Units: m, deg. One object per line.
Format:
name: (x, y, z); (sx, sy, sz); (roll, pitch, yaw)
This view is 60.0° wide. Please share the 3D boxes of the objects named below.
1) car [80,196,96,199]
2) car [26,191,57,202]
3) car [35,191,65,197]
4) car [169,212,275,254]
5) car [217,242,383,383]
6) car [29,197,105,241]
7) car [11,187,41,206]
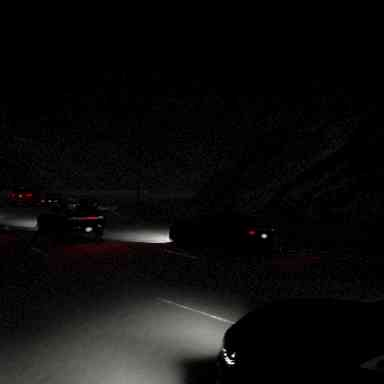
car: (-9.318, 1.027, 29.827); (2.033, 1.411, 5.357); (1, 1, -17)
car: (-21.437, 0.604, 47.692); (1.994, 1.385, 4.181); (1, 1, 11)
car: (-13.843, 0.893, 33.838); (2.033, 1.411, 5.357); (1, 1, -10)
car: (1.049, 1.440, 12.783); (4.181, 1.385, 1.994); (2, 1, 44)
car: (2.512, 1.526, 2.495); (4.892, 1.490, 1.837); (1, 1, 35)
car: (-5.582, 1.212, 15.120); (2.128, 1.511, 4.902); (0, 1, -38)
car: (-17.634, 0.467, 36.173); (2.150, 2.045, 5.566); (1, 1, -7)
